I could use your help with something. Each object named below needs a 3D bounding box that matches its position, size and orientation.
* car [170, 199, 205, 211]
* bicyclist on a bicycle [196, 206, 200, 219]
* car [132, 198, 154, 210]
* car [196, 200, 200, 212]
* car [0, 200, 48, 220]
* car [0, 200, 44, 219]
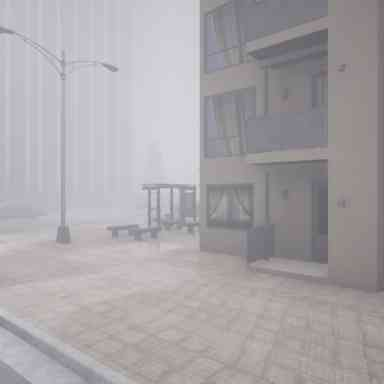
[{"bbox_3d":[-0.549,1.656,43.523,1.895,1.301,4.718,0,0,40],"label":"car"},{"bbox_3d":[0.940,1.356,26.674,1.656,1.620,0.582,0,0,40],"label":"bicyclist on a bicycle"},{"bbox_3d":[-5.553,1.545,43.019,2.128,1.511,4.902,0,0,40],"label":"car"},{"bbox_3d":[0.641,1.602,33.793,2.033,1.411,5.357,0,0,40],"label":"car"},{"bbox_3d":[-14.554,1.602,26.819,2.033,1.411,5.357,0,0,40],"label":"car"},{"bbox_3d":[-16.263,1.558,30.234,1.837,1.490,4.892,0,1,40],"label":"car"}]
